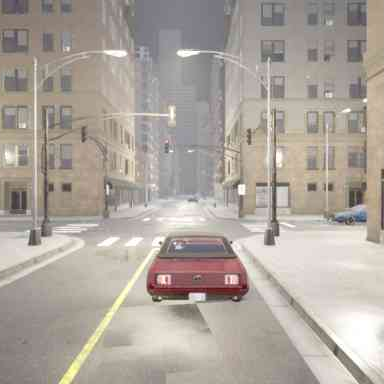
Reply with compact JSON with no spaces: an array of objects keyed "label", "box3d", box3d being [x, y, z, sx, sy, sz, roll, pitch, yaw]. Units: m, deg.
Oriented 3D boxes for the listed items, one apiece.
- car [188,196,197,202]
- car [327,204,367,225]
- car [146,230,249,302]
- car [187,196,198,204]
[{"label":"car","box3d":[0.085,1.564,75.116,1.895,1.301,4.718,0,0,0]},{"label":"car","box3d":[12.194,1.511,22.796,5.357,1.411,2.033,0,0,3]},{"label":"car","box3d":[0.092,1.600,8.203,1.895,1.301,4.718,0,0,0]},{"label":"car","box3d":[0.169,1.505,65.188,1.812,1.442,4.674,0,0,0]}]
